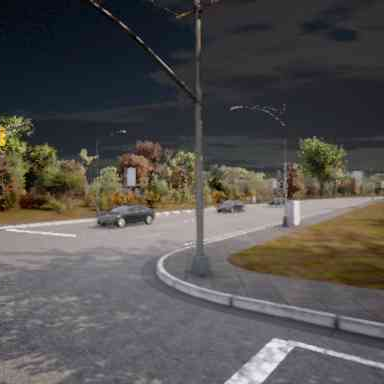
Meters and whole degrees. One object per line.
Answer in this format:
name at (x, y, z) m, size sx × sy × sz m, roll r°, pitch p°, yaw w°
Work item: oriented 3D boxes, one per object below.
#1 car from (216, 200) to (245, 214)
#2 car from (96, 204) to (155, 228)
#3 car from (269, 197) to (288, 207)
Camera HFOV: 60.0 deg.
car at (4.574, 1.665, 38.777) m, size 1.837 × 1.490 × 4.892 m, roll -1°, pitch 0°, yaw 33°
car at (-4.730, 1.691, 24.231) m, size 1.837 × 1.490 × 4.892 m, roll -1°, pitch 0°, yaw 33°
car at (13.849, 1.529, 53.095) m, size 1.882 × 1.535 × 5.008 m, roll -1°, pitch 0°, yaw 33°
